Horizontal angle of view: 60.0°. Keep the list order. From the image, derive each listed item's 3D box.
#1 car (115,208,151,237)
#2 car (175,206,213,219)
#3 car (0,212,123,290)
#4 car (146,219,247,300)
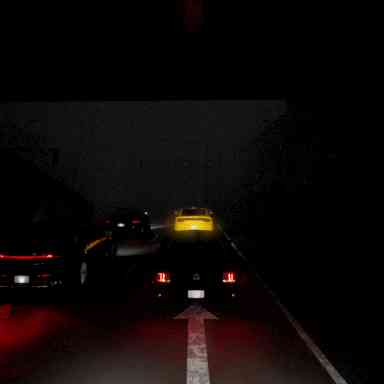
[{"bbox_3d":[-3.410,1.564,17.987,1.994,1.385,4.181,0,0,0],"label":"car"},{"bbox_3d":[0.090,1.478,17.709,1.882,1.535,5.008,0,0,0],"label":"car"},{"bbox_3d":[-3.412,1.504,9.087,1.837,1.490,4.892,0,0,0],"label":"car"},{"bbox_3d":[0.087,1.601,8.366,1.895,1.301,4.718,0,0,0],"label":"car"}]
